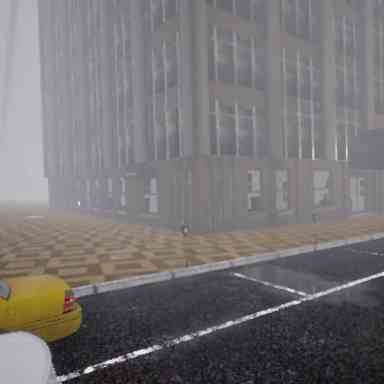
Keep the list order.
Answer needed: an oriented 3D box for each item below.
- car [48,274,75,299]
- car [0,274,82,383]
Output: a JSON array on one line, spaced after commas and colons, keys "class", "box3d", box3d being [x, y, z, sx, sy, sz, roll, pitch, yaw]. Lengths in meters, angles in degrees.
[{"class": "car", "box3d": [-3.844, 1.540, 3.814, 4.829, 1.417, 1.752, -1, 0, -35]}, {"class": "car", "box3d": [-2.925, 1.551, 1.293, 4.674, 1.442, 1.812, -1, 1, -35]}]
